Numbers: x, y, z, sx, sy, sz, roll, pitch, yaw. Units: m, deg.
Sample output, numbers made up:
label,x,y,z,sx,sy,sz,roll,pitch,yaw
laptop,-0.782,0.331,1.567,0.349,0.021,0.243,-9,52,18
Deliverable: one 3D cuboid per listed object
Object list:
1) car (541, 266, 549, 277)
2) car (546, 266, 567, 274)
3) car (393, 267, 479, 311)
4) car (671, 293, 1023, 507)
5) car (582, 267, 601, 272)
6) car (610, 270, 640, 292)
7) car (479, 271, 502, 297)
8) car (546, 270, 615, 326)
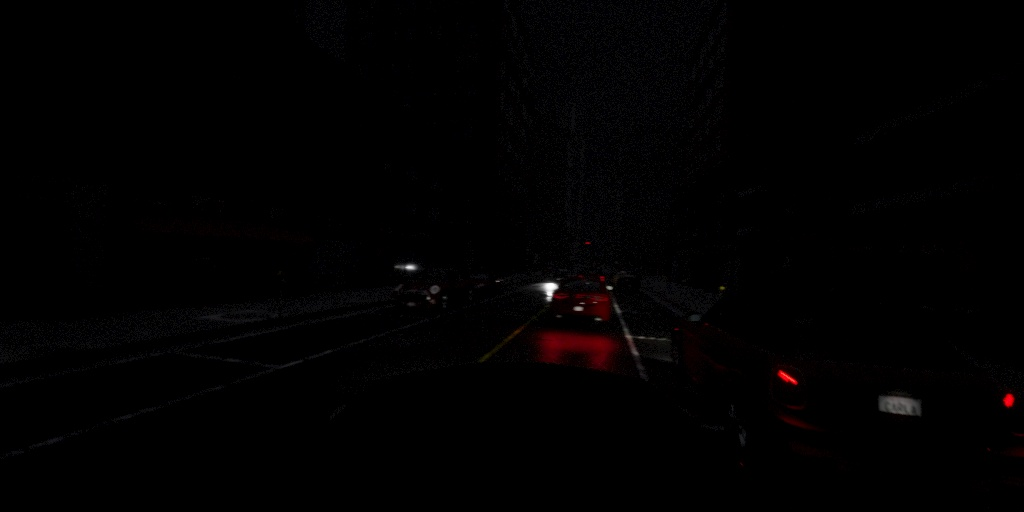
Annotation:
label,x,y,z,sx,sy,sz,roll,pitch,yaw
car,4.867,2.040,47.015,1.888,1.381,4.507,0,0,14
car,4.961,1.978,36.294,1.895,1.301,4.718,2,-1,14
car,-3.055,1.205,14.458,1.967,1.591,4.097,0,0,14
car,3.721,1.309,5.044,2.097,1.767,4.553,2,-1,14
car,6.307,1.699,28.403,2.097,1.767,4.553,2,-1,14
car,9.197,2.031,28.712,2.007,1.370,4.403,0,0,14
car,-1.735,1.470,19.885,1.802,1.307,4.207,0,0,14
car,2.574,1.478,13.085,1.882,1.535,5.008,2,-1,14
